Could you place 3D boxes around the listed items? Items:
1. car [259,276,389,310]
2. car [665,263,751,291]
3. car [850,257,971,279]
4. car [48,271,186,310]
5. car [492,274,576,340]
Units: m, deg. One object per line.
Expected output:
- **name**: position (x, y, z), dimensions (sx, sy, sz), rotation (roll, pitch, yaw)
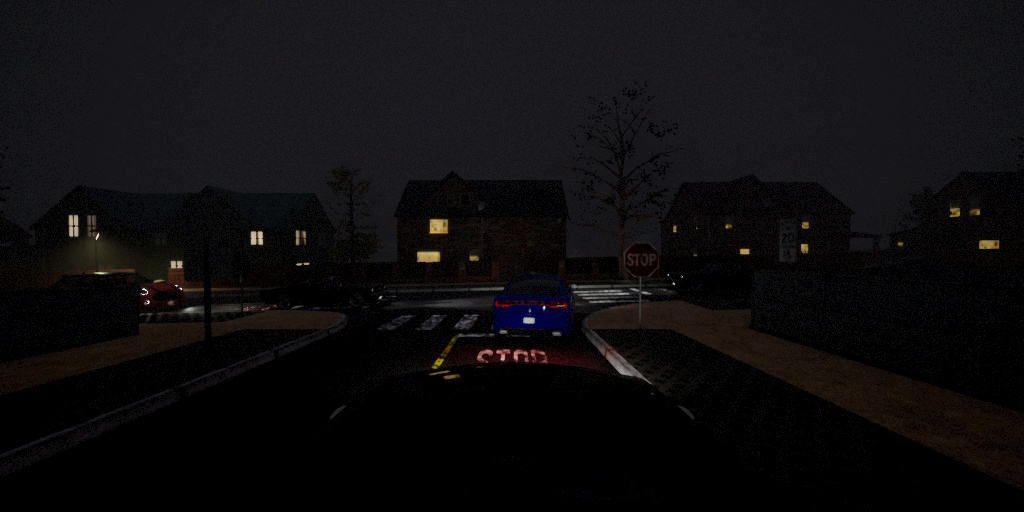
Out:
- **car**: position (-7.819, 1.506, 15.294), dimensions (4.718, 1.301, 1.895), rotation (-1, 1, 0)
- **car**: position (10.402, 1.034, 18.230), dimensions (4.718, 1.301, 1.895), rotation (-1, 1, -1)
- **car**: position (20.047, 0.753, 18.271), dimensions (5.357, 1.411, 2.033), rotation (-1, 1, 0)
- **car**: position (-16.806, 1.471, 15.282), dimensions (4.553, 1.767, 2.097), rotation (-1, 1, 0)
- **car**: position (0.782, 1.226, 10.090), dimensions (1.882, 1.535, 5.008), rotation (0, 0, 10)
